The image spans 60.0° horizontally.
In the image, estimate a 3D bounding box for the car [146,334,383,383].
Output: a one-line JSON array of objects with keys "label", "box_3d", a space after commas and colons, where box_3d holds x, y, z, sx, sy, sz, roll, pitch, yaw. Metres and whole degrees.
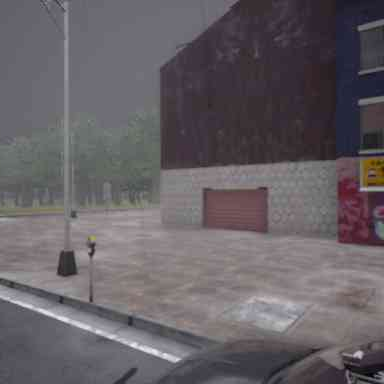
[{"label": "car", "box_3d": [1.521, 1.548, 1.723, 4.403, 1.369, 2.008, 0, 0, 36]}]
